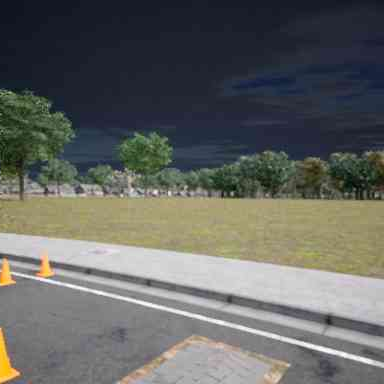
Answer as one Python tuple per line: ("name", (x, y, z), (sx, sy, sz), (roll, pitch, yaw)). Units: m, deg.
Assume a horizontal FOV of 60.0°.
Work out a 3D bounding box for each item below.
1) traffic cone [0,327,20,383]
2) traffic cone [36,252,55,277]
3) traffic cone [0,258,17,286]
("traffic cone", (-2.307, 1.917, 3.981), (0.340, 0.580, 0.340), (1, 0, 35))
("traffic cone", (-3.851, 1.876, 8.736), (0.340, 0.580, 0.340), (1, 0, 35))
("traffic cone", (-4.426, 1.878, 7.918), (0.340, 0.580, 0.340), (1, 0, 35))
